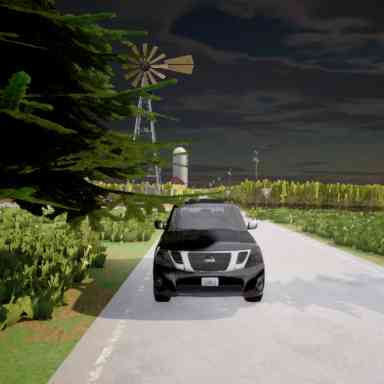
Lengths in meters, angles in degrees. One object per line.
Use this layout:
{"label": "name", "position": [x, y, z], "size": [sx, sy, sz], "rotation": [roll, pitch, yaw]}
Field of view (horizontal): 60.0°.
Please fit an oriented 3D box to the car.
{"label": "car", "position": [0.332, 1.221, 8.601], "size": [2.150, 2.045, 5.566], "rotation": [0, 0, 0]}
